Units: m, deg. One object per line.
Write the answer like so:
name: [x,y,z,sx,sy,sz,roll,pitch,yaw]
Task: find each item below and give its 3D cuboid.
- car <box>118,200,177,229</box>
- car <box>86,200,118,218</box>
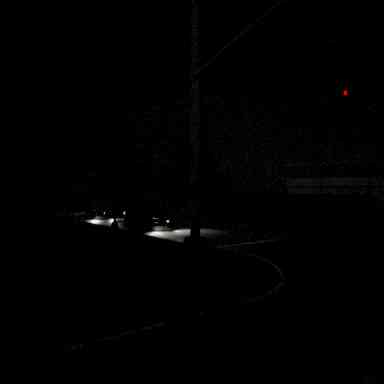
car: [-2.860,1.505,21.838,1.837,1.490,4.892,0,0,-36]
car: [-8.386,1.505,30.084,1.837,1.490,4.892,0,0,-26]
